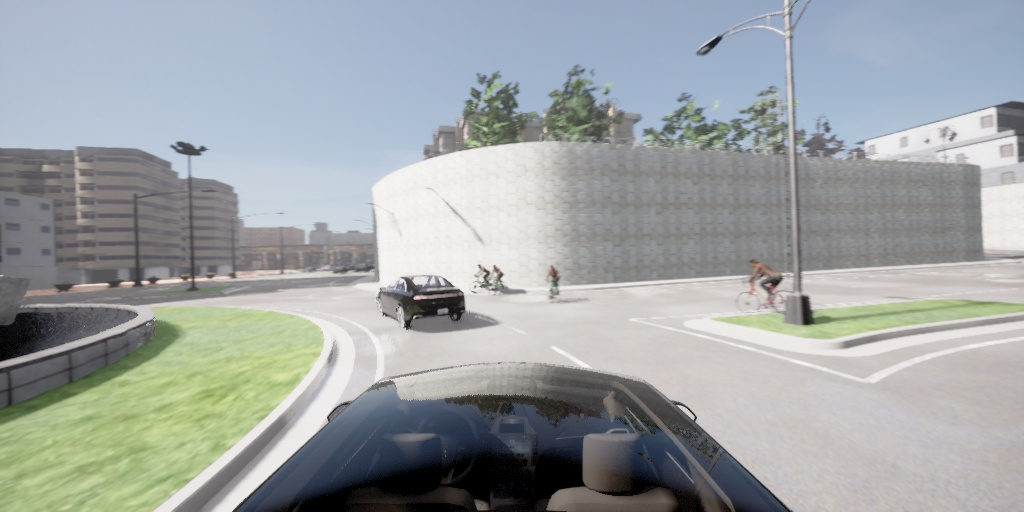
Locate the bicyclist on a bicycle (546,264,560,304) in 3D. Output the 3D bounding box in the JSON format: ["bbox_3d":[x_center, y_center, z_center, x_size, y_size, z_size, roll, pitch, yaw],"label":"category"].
[{"bbox_3d":[1.752,1.179,15.080,0.582,1.620,1.656,-2,-1,23],"label":"bicyclist on a bicycle"}]

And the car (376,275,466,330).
[{"bbox_3d":[-3.209,1.381,12.051,2.128,1.511,4.902,-2,0,-32],"label":"car"}]

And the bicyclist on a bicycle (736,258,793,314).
[{"bbox_3d":[7.168,0.870,10.222,0.582,1.620,1.656,2,-9,-29],"label":"bicyclist on a bicycle"}]

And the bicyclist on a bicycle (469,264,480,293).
[{"bbox_3d":[-1.638,1.227,20.151,1.656,1.620,0.582,-6,11,-22],"label":"bicyclist on a bicycle"}]

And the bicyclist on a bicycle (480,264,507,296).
[{"bbox_3d":[-0.771,1.256,18.910,0.582,1.620,1.656,-5,-2,34],"label":"bicyclist on a bicycle"}]
